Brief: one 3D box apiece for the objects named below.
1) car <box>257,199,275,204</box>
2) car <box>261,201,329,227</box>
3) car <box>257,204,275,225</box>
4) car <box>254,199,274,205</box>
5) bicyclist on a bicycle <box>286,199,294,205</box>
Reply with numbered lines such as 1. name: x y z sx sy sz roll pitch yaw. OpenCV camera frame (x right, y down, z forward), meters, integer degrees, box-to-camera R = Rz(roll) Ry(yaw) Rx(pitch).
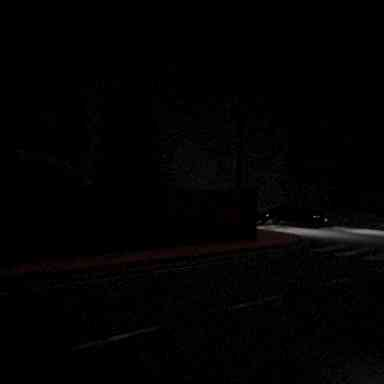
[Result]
1. car: 16.036 2.126 69.242 5.008 1.535 1.882 1 -1 -35
2. car: 8.008 1.716 25.340 2.128 1.511 4.902 1 -1 -35
3. car: 3.701 1.780 25.532 1.895 1.301 4.718 1 -1 -33
4. car: 15.931 2.204 73.498 4.674 1.442 1.812 1 -1 -35
5. bicyclist on a bicycle: 12.036 1.687 40.739 1.656 1.620 0.582 1 0 -25
